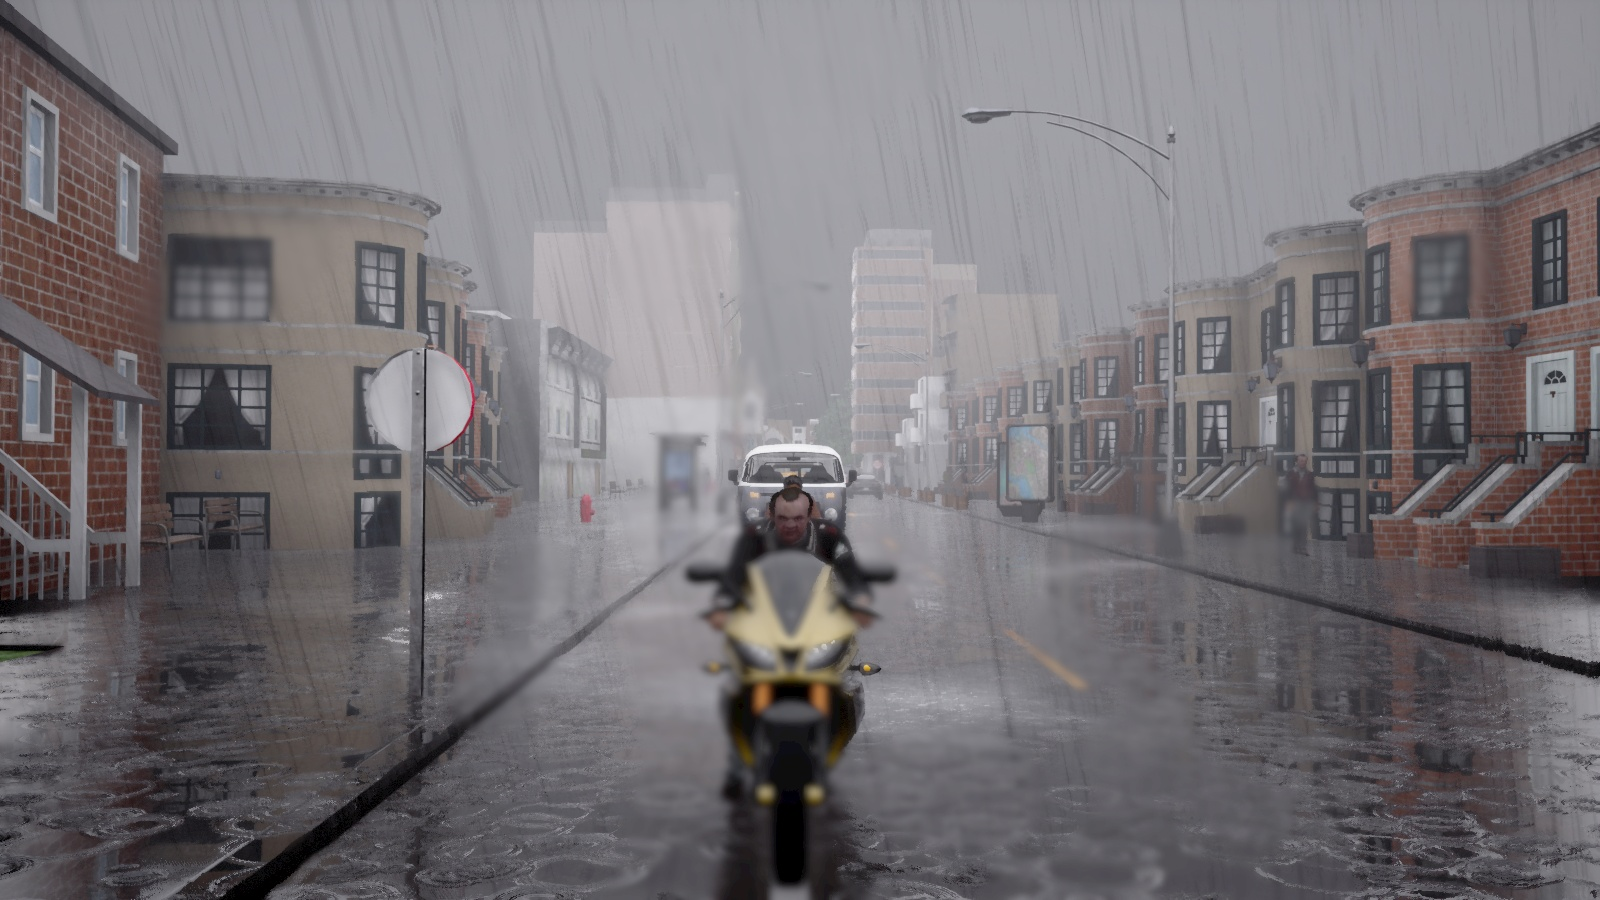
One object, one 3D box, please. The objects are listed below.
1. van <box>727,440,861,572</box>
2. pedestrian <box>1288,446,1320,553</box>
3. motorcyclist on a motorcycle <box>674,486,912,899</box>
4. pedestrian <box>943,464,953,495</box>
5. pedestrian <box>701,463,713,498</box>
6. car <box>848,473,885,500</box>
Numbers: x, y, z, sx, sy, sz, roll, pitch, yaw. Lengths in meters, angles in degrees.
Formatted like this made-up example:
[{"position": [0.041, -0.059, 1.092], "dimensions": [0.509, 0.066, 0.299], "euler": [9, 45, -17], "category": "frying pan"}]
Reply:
[{"position": [-0.106, 0.902, 21.712], "dimensions": [2.069, 2.038, 4.480], "euler": [0, -1, 0], "category": "van"}, {"position": [8.861, 0.859, 22.078], "dimensions": [0.376, 1.854, 0.720], "euler": [0, -1, 11], "category": "pedestrian"}, {"position": [-0.032, 0.945, 5.682], "dimensions": [0.866, 1.530, 2.191], "euler": [0, -1, 0], "category": "motorcyclist on a motorcycle"}, {"position": [8.893, 1.751, 75.387], "dimensions": [0.431, 1.840, 0.709], "euler": [0, -1, -9], "category": "pedestrian"}, {"position": [-5.311, 1.743, 71.482], "dimensions": [0.659, 1.952, 0.873], "euler": [0, -1, -3], "category": "pedestrian"}, {"position": [3.674, 2.005, 70.392], "dimensions": [1.812, 1.442, 4.674], "euler": [0, -1, 0], "category": "car"}]
